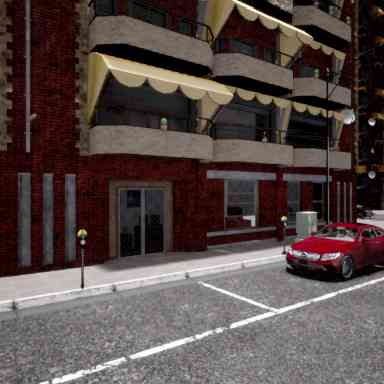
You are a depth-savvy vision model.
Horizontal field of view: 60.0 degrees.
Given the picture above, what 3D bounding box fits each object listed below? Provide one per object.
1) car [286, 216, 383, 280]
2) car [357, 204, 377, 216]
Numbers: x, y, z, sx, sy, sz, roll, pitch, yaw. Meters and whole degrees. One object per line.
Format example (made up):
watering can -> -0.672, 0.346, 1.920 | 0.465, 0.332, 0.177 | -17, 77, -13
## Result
car -> 4.616, 1.582, 9.901 | 4.206, 1.307, 1.802 | 0, 0, -35
car -> 15.566, 1.806, 32.944 | 2.128, 1.511, 4.902 | 0, -1, -36
